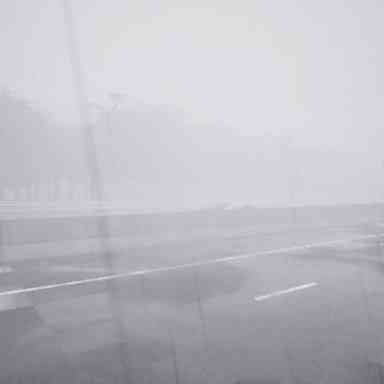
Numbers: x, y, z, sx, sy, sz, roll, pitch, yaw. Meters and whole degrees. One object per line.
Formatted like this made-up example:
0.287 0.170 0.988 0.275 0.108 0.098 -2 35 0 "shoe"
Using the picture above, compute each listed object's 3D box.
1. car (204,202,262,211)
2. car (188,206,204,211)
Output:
3.427 1.505 23.520 4.674 1.442 1.812 0 0 -35 "car"
2.062 1.524 26.835 5.357 1.411 2.033 0 0 -35 "car"
